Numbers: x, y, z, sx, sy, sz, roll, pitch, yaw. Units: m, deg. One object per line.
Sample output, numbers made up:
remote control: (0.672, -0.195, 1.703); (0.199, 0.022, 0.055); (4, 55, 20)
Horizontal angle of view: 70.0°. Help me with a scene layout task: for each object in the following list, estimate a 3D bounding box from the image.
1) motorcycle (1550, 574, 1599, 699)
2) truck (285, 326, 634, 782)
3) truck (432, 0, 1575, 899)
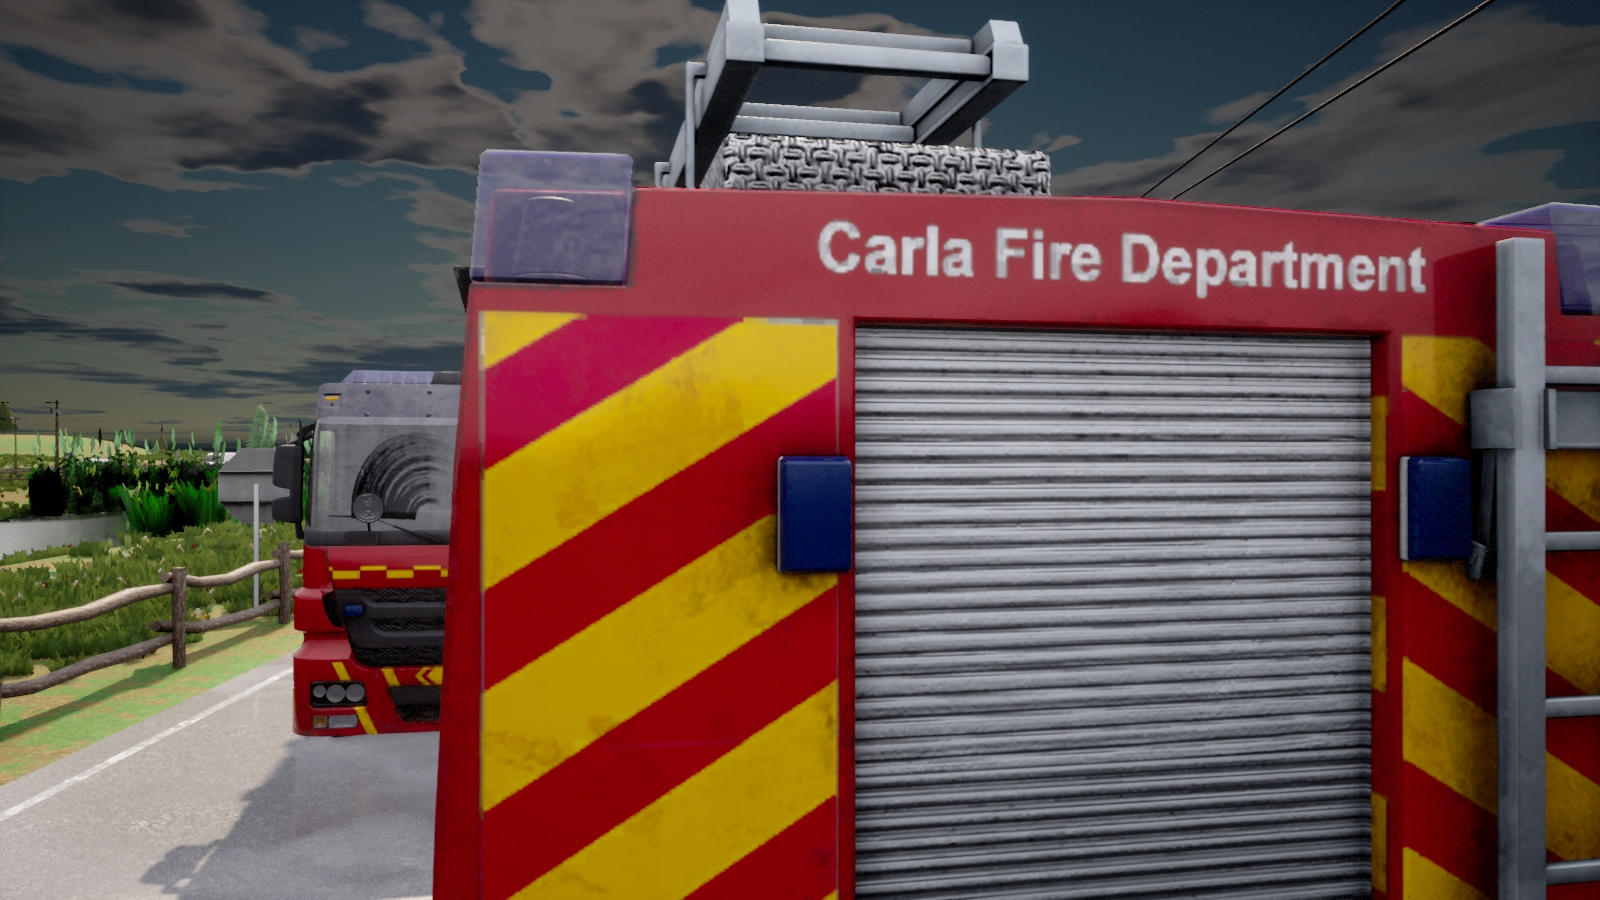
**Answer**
motorcycle: (9.845, 2.142, 13.229); (1.805, 1.316, 0.856); (0, 0, -7)
truck: (-3.856, 0.862, 14.048); (2.891, 3.827, 8.468); (0, 0, -13)
truck: (-0.224, 0.864, 6.874); (2.891, 3.827, 8.468); (0, 0, -12)
